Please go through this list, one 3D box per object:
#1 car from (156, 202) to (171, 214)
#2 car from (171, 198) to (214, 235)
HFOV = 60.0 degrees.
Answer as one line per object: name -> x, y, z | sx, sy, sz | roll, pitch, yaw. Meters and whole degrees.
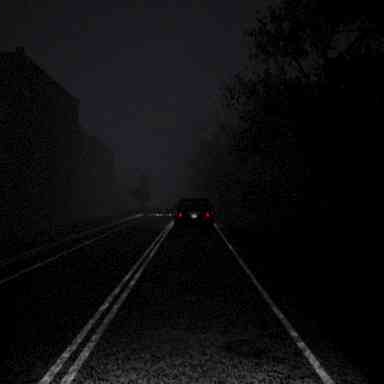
car -> -3.257, 2.010, 41.563 | 1.812, 1.442, 4.674 | 0, -1, 0
car -> 0.118, 1.367, 19.823 | 2.150, 2.045, 5.566 | 0, -1, 0
